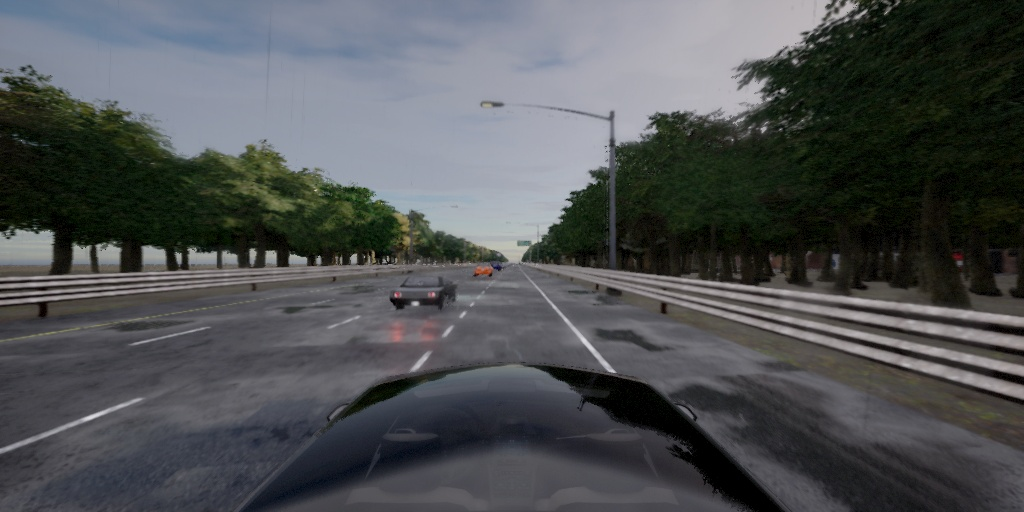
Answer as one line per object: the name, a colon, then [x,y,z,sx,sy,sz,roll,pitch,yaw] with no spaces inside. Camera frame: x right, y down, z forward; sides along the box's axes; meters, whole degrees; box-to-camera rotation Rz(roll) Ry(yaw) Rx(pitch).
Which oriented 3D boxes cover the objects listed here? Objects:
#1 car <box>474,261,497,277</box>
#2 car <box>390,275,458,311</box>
car: [-3.394,1.619,44.273,2.097,1.767,4.553,0,-1,0]
car: [-3.489,1.460,15.185,1.895,1.301,4.718,0,-1,0]
